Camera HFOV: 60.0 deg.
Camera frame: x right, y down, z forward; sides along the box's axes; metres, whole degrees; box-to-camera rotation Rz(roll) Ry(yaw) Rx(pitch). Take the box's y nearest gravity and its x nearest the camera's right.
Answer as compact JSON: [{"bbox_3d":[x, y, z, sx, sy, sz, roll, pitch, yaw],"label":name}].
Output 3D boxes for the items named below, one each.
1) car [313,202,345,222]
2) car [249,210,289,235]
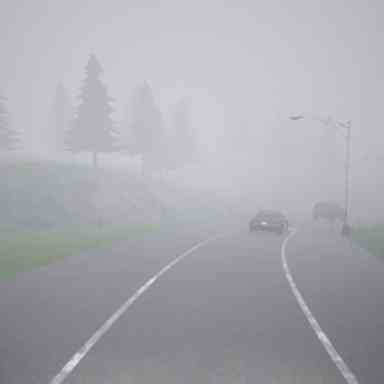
[{"bbox_3d":[15.546,2.239,37.364,2.150,2.045,5.566,4,0,43],"label":"car"},{"bbox_3d":[5.015,1.871,21.382,1.994,1.385,4.181,2,-1,23],"label":"car"}]
